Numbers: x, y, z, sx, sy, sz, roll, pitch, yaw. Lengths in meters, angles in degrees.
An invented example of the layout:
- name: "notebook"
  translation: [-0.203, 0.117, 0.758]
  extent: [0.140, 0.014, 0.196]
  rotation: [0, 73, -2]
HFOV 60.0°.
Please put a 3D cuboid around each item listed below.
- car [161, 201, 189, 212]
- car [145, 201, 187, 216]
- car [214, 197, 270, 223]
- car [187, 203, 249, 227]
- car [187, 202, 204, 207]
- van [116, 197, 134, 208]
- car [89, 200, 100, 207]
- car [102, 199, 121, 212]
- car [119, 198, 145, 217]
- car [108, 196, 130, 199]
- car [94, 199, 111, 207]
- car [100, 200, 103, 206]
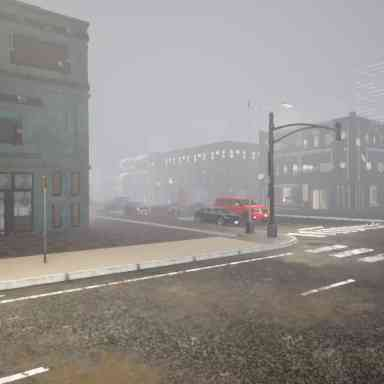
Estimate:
- name: "car"
  translation: [-2.425, 1.965, 46.162]
  extent: [1.802, 1.307, 4.206]
  rotation: [-2, 0, -35]
- name: "car"
  translation: [-2.985, 1.962, 36.967]
  extent: [1.895, 1.301, 4.718]
  rotation: [-1, 0, -35]
- name: "car"
  translation: [3.939, 1.445, 27.207]
  extent: [2.150, 2.045, 5.566]
  rotation: [-1, 0, -35]
- name: "car"
  translation: [1.884, 1.814, 25.412]
  extent: [1.947, 1.339, 4.313]
  rotation: [-1, 0, -35]
- name: "car"
  translation: [0.779, 1.903, 41.650]
  extent: [1.802, 1.307, 4.206]
  rotation: [-2, 0, -35]
- name: "van"
  translation: [-12.047, 1.906, 59.700]
  extent: [1.690, 1.788, 3.998]
  rotation: [-1, 0, -35]
- name: "car"
  translation: [-18.293, 2.268, 64.045]
  extent: [1.895, 1.301, 4.718]
  rotation: [-1, 0, -35]
- name: "car"
  translation: [-10.950, 2.078, 48.236]
  extent: [1.994, 1.385, 4.181]
  rotation: [-1, 0, -35]
- name: "car"
  translation: [-6.055, 1.846, 36.795]
  extent: [1.967, 1.590, 4.097]
  rotation: [-1, 0, -35]
- name: "car"
  translation: [-12.082, 1.774, 55.293]
  extent: [2.150, 2.045, 5.566]
  rotation: [-1, 0, -35]
- name: "car"
  translation: [-18.452, 2.227, 68.726]
  extent: [1.887, 1.381, 4.507]
  rotation: [-1, 0, -35]
- name: "car"
  translation: [-15.252, 1.939, 64.213]
  extent: [2.192, 1.841, 5.009]
  rotation: [-1, 0, -35]
